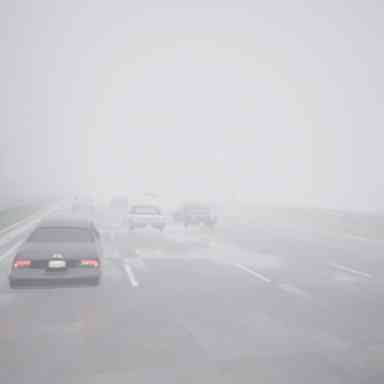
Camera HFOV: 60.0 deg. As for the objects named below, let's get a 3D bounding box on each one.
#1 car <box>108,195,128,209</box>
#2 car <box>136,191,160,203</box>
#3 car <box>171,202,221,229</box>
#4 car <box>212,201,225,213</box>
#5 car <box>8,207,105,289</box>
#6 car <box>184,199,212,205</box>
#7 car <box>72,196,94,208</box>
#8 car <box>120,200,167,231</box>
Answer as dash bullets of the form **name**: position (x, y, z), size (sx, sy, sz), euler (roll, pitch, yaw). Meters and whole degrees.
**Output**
- **car**: position (-8.024, 1.027, 36.227), size (1.882, 1.535, 5.008), euler (3, 0, -17)
- **car**: position (-5.242, 0.917, 39.135), size (2.150, 2.045, 5.566), euler (3, 0, -17)
- **car**: position (-0.022, 1.585, 21.953), size (1.895, 1.301, 4.718), euler (3, 0, -17)
- **car**: position (2.237, 1.658, 38.517), size (1.994, 1.385, 4.181), euler (3, 0, -17)
- **car**: position (-3.283, 1.366, 8.690), size (2.033, 1.411, 5.357), euler (3, 0, -17)
- **car**: position (0.028, 1.457, 33.796), size (1.882, 1.535, 5.008), euler (3, 0, -17)
- **car**: position (-10.171, 1.039, 31.271), size (1.895, 1.301, 4.718), euler (3, 0, -17)
- **car**: position (-2.848, 1.436, 19.238), size (1.895, 1.301, 4.718), euler (3, 0, -17)
